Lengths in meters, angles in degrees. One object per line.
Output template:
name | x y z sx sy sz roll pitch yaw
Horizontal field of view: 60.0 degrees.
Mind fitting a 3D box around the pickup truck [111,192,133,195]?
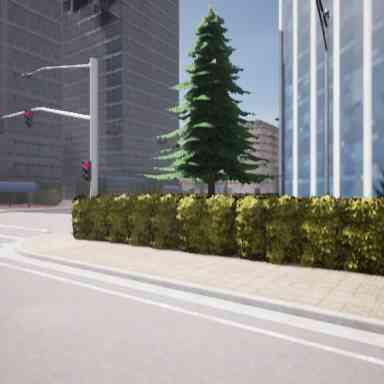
pickup truck | -12.158 1.025 59.377 6.274 2.098 2.390 0 0 -24
